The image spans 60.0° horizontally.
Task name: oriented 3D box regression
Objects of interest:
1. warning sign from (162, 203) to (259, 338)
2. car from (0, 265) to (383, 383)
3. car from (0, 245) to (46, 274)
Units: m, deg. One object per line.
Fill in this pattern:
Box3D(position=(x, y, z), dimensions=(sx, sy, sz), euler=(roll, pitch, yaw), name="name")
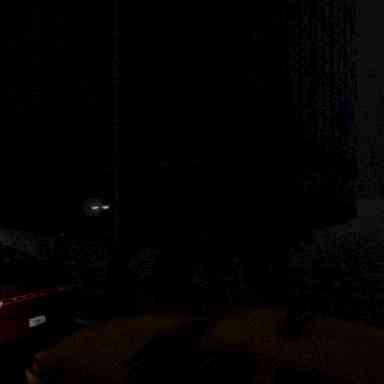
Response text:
Box3D(position=(0.334, 1.137, 5.549), dimensions=(1.060, 1.860, 1.300), euler=(-1, 0, 35), name="warning sign")
Box3D(position=(0.560, 1.532, 2.567), dimensions=(4.829, 1.417, 1.752), euler=(-1, -1, 35), name="car")
Box3D(position=(-3.866, 1.593, 5.717), dimensions=(4.507, 1.381, 1.887), euler=(-1, -1, 35), name="car")
